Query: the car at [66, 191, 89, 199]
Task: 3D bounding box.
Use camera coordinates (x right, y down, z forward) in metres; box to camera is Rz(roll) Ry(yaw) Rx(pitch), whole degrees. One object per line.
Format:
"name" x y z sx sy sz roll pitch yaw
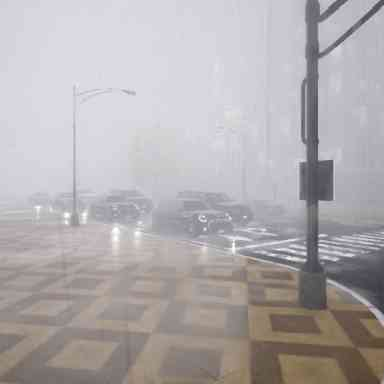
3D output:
"car" -19.982 0.484 57.865 2.033 1.411 5.357 0 1 -38

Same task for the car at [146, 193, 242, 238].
"car" -0.072 1.124 16.499 2.097 1.767 4.553 0 1 -38

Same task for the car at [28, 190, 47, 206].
"car" -17.838 0.771 39.079 1.812 1.442 4.674 0 1 -38

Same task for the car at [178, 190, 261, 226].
"car" 1.118 0.950 20.194 2.150 2.045 5.566 0 1 -40

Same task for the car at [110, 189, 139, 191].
"car" -5.507 0.754 28.616 2.150 2.045 5.566 0 1 -38

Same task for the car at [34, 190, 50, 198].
"car" -28.753 0.281 63.747 1.812 1.442 4.674 0 1 -38

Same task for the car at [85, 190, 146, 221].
"car" -5.488 0.965 23.342 2.097 1.767 4.553 0 1 -38

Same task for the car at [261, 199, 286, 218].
"car" 4.805 1.225 26.193 2.033 1.411 5.357 0 1 -37

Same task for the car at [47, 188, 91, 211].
"car" -11.522 0.786 31.004 2.097 1.767 4.553 0 1 -38
